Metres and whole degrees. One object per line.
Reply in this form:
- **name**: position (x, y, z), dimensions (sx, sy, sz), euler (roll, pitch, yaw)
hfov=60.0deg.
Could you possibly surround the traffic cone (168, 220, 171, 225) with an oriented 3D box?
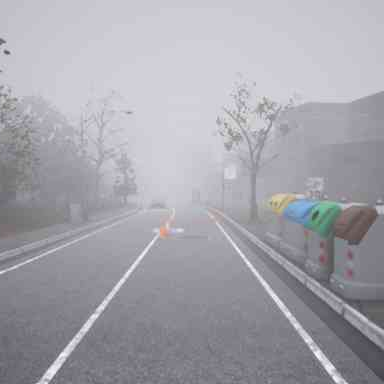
- **traffic cone**: position (-1.468, 1.914, 17.964), dimensions (0.340, 0.580, 0.340), euler (0, 0, 0)

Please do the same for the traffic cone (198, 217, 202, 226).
- **traffic cone**: position (0.525, 1.905, 21.955), dimensions (0.340, 0.580, 0.340), euler (0, 0, 0)

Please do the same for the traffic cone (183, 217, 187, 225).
- **traffic cone**: position (-0.467, 1.904, 21.957), dimensions (0.340, 0.580, 0.340), euler (0, 0, 0)

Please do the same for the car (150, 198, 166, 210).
- **car**: position (-4.329, 1.469, 42.583), dimensions (2.033, 1.411, 5.357), euler (-1, 0, -6)

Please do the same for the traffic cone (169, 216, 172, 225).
- **traffic cone**: position (-1.467, 1.909, 19.965), dimensions (0.340, 0.580, 0.340), euler (0, 0, 0)

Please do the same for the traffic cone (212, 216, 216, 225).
- **traffic cone**: position (1.492, 1.904, 22.086), dimensions (0.340, 0.580, 0.340), euler (0, 0, 6)
